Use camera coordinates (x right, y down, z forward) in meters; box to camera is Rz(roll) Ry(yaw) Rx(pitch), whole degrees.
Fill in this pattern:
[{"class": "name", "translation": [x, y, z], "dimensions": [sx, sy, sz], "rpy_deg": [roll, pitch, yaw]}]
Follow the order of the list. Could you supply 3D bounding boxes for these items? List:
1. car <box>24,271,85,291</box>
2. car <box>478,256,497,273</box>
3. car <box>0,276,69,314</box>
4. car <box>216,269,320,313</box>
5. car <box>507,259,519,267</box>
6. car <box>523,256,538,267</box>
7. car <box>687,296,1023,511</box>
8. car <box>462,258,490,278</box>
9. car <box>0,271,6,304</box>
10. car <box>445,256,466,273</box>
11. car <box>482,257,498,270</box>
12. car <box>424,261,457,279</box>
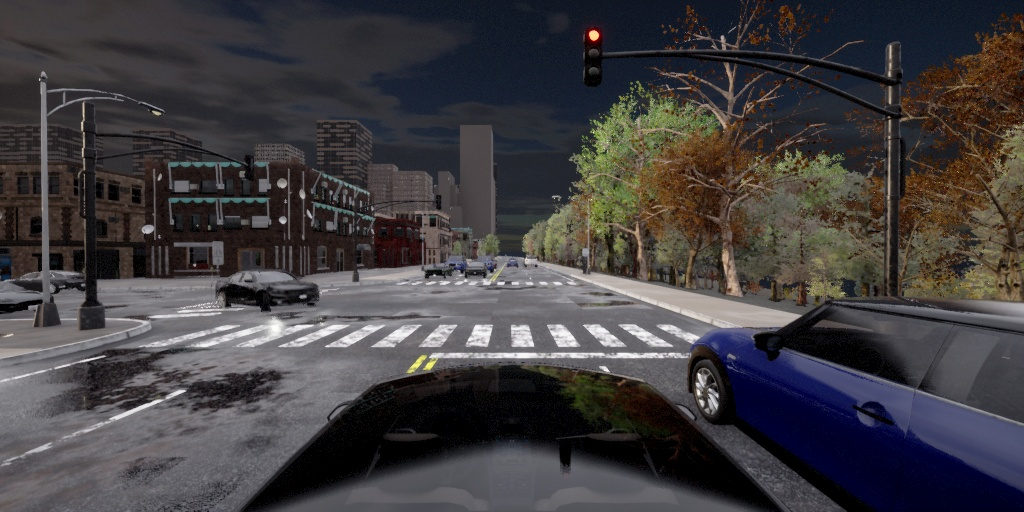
[{"class": "car", "translation": [-28.278, 1.559, 21.860], "dimensions": [4.403, 1.370, 2.007], "rpy_deg": [0, 0, 0]}, {"class": "car", "translation": [-3.338, 0.957, 44.035], "dimensions": [2.150, 2.045, 5.566], "rpy_deg": [0, 0, 0]}, {"class": "car", "translation": [-19.946, 1.564, 13.347], "dimensions": [4.313, 1.339, 1.948], "rpy_deg": [0, 0, 0]}, {"class": "car", "translation": [-9.665, 1.264, 14.159], "dimensions": [5.008, 1.535, 1.882], "rpy_deg": [-2, -1, 30]}, {"class": "car", "translation": [0.103, 1.252, 62.889], "dimensions": [1.812, 1.442, 4.674], "rpy_deg": [0, 0, 0]}, {"class": "car", "translation": [3.358, 0.948, 63.696], "dimensions": [2.150, 2.045, 5.566], "rpy_deg": [0, 0, 0]}, {"class": "car", "translation": [3.351, 1.102, 2.888], "dimensions": [2.097, 1.767, 4.553], "rpy_deg": [0, 0, 0]}, {"class": "car", "translation": [-3.344, 1.217, 34.003], "dimensions": [1.882, 1.535, 5.008], "rpy_deg": [0, 0, -2]}, {"class": "car", "translation": [-26.505, 1.524, 16.062], "dimensions": [5.008, 1.535, 1.882], "rpy_deg": [-1, 1, 0]}, {"class": "car", "translation": [-6.579, 0.957, 42.530], "dimensions": [2.150, 2.045, 5.566], "rpy_deg": [0, 0, 0]}, {"class": "car", "translation": [-3.327, 1.083, 54.306], "dimensions": [2.097, 1.767, 4.553], "rpy_deg": [0, 0, 0]}, {"class": "car", "translation": [-6.598, 1.341, 32.772], "dimensions": [1.895, 1.301, 4.718], "rpy_deg": [0, 0, 0]}]
